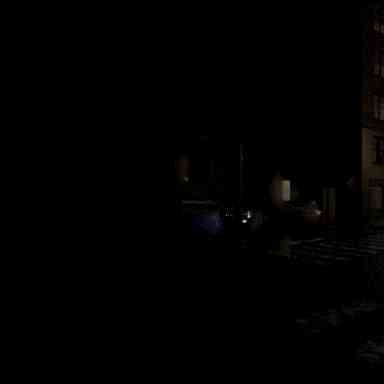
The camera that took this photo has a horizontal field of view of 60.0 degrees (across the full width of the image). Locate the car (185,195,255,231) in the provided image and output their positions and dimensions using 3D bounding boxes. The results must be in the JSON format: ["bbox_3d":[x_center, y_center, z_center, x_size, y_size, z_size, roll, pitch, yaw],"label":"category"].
[{"bbox_3d":[1.321,1.213,20.172,2.150,2.045,5.566,0,0,-33],"label":"car"}]

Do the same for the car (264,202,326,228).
[{"bbox_3d":[6.782,1.421,22.392,1.967,1.590,4.097,0,0,-35],"label":"car"}]

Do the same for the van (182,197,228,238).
[{"bbox_3d":[-0.189,1.339,17.483,1.690,1.788,3.998,0,0,-35],"label":"van"}]

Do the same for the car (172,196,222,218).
[{"bbox_3d":[0.370,1.289,31.538,2.192,1.841,5.009,0,0,-35],"label":"car"}]
